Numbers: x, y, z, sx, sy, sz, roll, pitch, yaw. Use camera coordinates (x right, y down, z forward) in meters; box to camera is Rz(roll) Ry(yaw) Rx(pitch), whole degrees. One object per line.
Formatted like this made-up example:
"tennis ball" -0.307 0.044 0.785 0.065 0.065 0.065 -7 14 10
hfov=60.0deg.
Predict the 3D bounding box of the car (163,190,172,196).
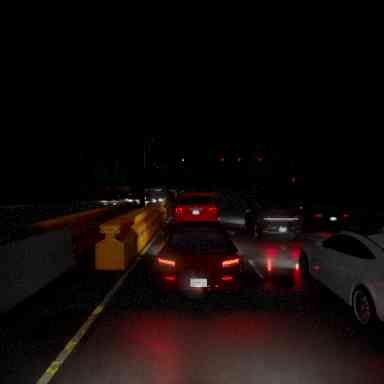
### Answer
"car" -6.319 0.272 86.233 2.033 1.411 5.357 0 1 0

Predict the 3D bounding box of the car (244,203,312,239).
"car" 3.694 1.282 15.876 2.128 1.511 4.902 0 1 0

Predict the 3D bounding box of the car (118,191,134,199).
"car" -13.470 0.552 68.178 2.033 1.411 5.357 0 1 0

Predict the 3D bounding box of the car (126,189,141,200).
"car" -10.104 0.686 60.325 1.994 1.385 4.181 0 1 1

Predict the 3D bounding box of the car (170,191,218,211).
"car" 0.204 0.983 17.861 2.150 2.045 5.566 0 1 1

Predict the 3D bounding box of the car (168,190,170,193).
"car" -6.407 0.246 75.679 2.097 1.767 4.553 0 1 0

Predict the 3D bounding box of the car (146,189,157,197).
"car" -9.866 0.172 80.618 2.097 1.767 4.553 0 1 0

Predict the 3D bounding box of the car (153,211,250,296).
"car" 0.141 1.431 8.264 1.812 1.442 4.674 0 1 0

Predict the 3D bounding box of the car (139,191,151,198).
"car" -9.952 0.523 70.401 1.994 1.385 4.181 0 1 0

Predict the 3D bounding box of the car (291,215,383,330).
"car" 3.629 1.455 6.628 1.812 1.442 4.674 0 1 0

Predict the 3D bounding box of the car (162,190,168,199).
"car" -6.526 0.533 65.663 2.128 1.511 4.902 0 1 1

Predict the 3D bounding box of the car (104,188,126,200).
"car" -13.635 0.378 58.040 2.150 2.045 5.566 0 1 1

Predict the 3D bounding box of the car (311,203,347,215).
"car" 7.219 1.308 18.961 1.994 1.385 4.181 0 1 0

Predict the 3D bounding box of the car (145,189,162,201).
"car" -6.647 0.707 56.397 1.812 1.442 4.674 0 1 1
